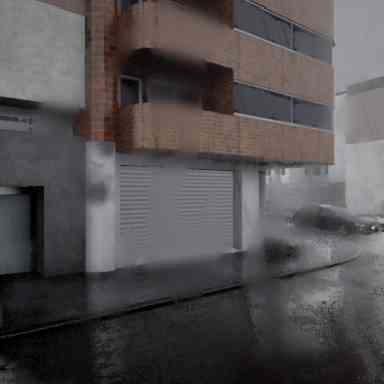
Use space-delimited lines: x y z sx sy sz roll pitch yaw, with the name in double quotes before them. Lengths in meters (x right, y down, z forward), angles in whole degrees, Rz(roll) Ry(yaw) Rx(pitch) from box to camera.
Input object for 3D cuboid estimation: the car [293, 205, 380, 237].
"car" 7.741 1.506 18.293 1.837 1.490 4.892 1 -1 -25
